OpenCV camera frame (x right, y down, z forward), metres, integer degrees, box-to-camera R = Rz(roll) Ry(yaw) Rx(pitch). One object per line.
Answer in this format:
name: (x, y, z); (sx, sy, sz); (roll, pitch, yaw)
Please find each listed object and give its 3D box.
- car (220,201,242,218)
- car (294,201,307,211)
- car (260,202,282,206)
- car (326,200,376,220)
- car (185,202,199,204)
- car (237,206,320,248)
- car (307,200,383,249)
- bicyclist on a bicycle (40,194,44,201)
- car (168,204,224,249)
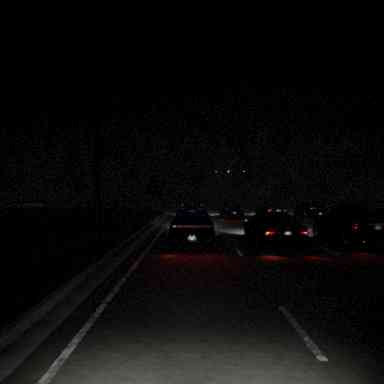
car: (3.500, 1.532, 29.650); (1.812, 1.442, 4.674); (0, 0, 0)
car: (10.500, 1.516, 29.650); (1.837, 1.490, 4.892); (0, 0, 0)
car: (7.000, 1.562, 29.650); (2.033, 1.411, 5.357); (0, 0, 0)
car: (14.000, 1.494, 29.650); (2.128, 1.511, 4.902); (0, 0, 0)
car: (0.000, 1.571, 29.650); (1.994, 1.385, 4.181); (0, 0, 0)
car: (3.500, 1.562, 14.650); (2.033, 1.411, 5.357); (0, 0, 0)
car: (7.000, 1.365, 14.620); (2.097, 1.767, 4.553); (0, 0, 0)
bicyclist on a bicycle: (-29.229, 1.300, 64.764); (0.582, 1.620, 1.656); (0, 0, 0)
car: (0.000, 1.494, 14.650); (2.128, 1.511, 4.902); (0, 0, 0)
